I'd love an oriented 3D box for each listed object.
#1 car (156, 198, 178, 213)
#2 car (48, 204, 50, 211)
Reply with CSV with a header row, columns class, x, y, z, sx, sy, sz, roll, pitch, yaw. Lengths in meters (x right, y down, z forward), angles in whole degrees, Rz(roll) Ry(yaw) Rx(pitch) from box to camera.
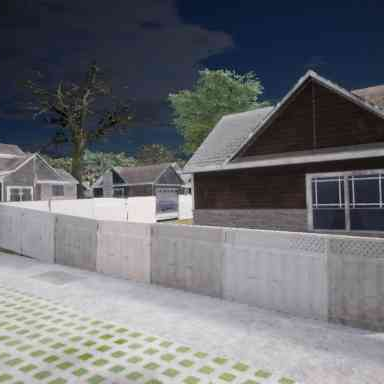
class,x,y,z,sx,sy,sz,roll,pitch,yaw
car,-3.289,1.323,33.165,1.994,1.385,4.181,-3,-1,36
car,-11.212,1.403,22.335,1.882,1.535,5.008,-3,0,36
